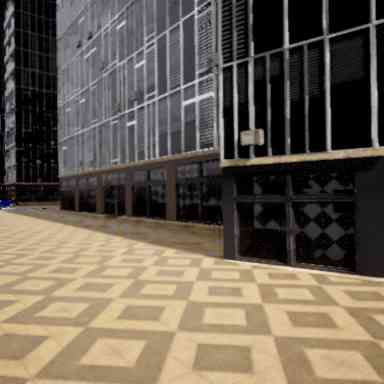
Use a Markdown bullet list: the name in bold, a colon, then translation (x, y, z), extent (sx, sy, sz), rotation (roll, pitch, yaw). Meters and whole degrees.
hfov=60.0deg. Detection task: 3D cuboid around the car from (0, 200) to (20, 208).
- **car**: translation (-23.697, 1.436, 40.607), extent (4.718, 1.301, 1.895), rotation (0, -1, -38)
